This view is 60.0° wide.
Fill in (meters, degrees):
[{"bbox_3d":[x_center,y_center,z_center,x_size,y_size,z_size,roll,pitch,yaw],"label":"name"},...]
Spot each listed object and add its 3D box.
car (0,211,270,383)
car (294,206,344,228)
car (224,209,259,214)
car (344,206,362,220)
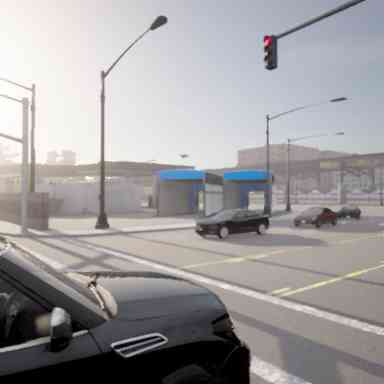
[{"bbox_3d":[-2.086,1.248,2.324,5.566,2.045,2.150,1,-1,-36],"label":"car"},{"bbox_3d":[9.561,1.870,25.361,1.812,1.442,4.674,-1,-1,44],"label":"car"},{"bbox_3d":[2.418,1.745,19.289,5.008,1.535,1.882,1,-1,-38],"label":"car"},{"bbox_3d":[15.825,2.047,33.251,1.895,1.301,4.718,0,-1,30],"label":"car"}]
